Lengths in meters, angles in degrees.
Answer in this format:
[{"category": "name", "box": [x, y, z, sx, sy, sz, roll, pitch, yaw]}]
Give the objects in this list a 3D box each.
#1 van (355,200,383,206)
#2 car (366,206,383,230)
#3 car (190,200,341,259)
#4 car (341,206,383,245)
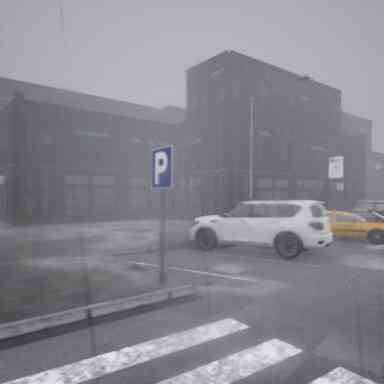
[{"category": "van", "box": [12.085, 1.482, 20.545, 4.442, 1.987, 1.878, -1, -1, 33]}, {"category": "car", "box": [14.581, 1.736, 22.289, 5.008, 1.535, 2.097, -1, -1, 33]}, {"category": "car", "box": [2.595, 1.337, 13.214, 5.566, 2.045, 2.435, -1, -1, 33]}, {"category": "car", "box": [7.560, 1.643, 16.747, 5.366, 1.575, 1.946, -1, -1, 33]}]
